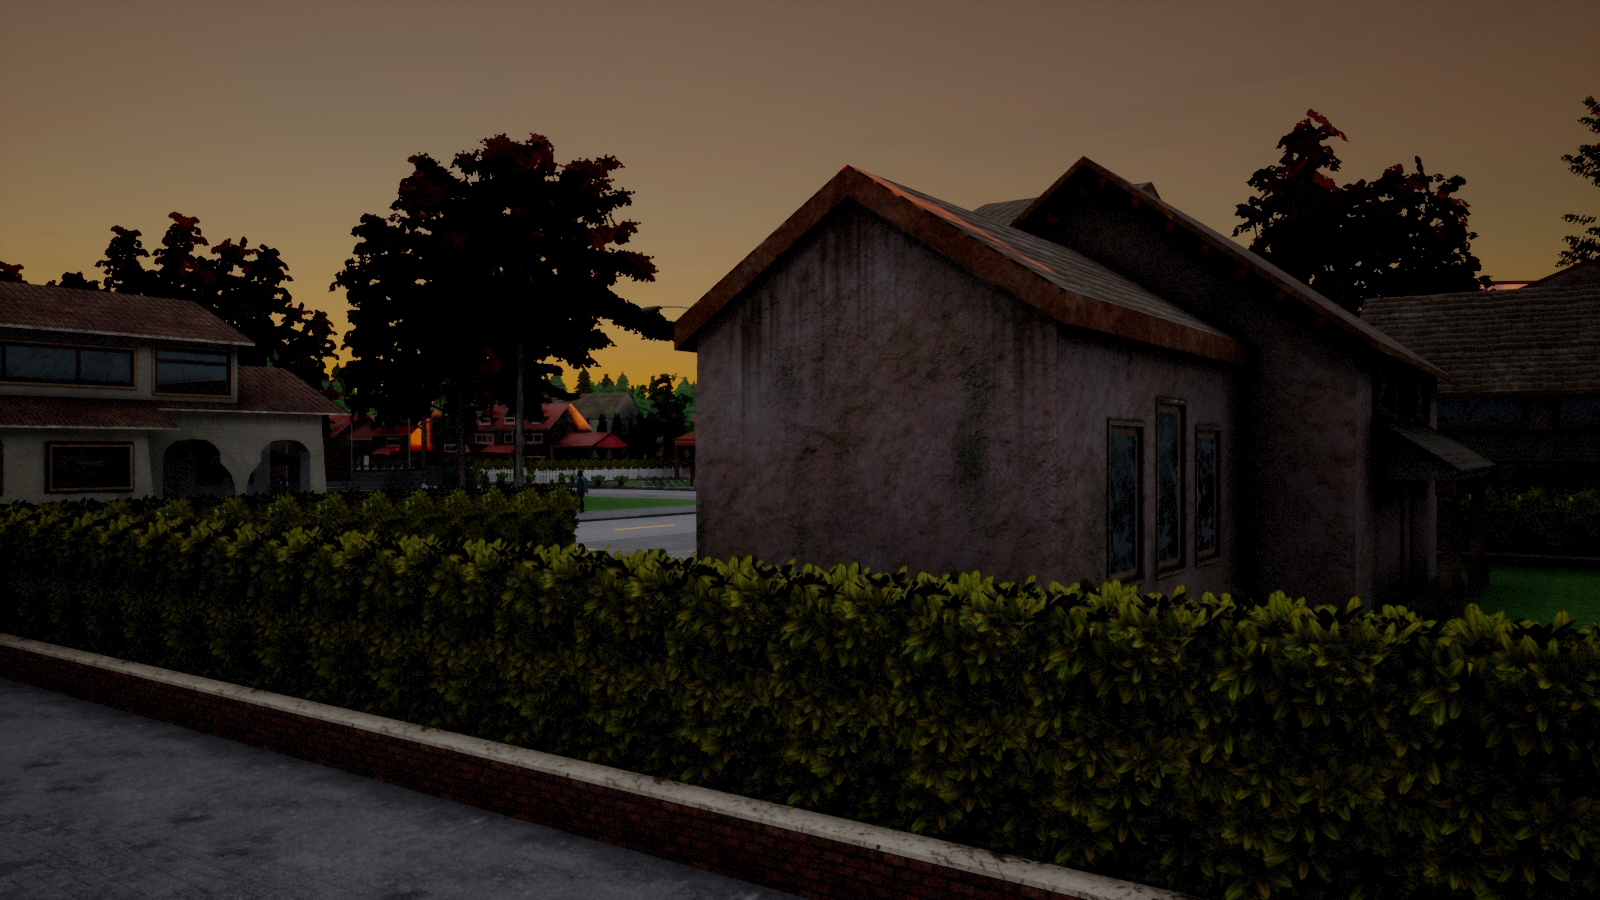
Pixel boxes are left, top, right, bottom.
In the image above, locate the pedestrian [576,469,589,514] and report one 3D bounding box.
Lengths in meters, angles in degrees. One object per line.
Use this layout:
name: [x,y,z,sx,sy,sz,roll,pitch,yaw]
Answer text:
pedestrian: [-9.073,1.733,47.601,0.375,1.860,0.375,0,0,31]
